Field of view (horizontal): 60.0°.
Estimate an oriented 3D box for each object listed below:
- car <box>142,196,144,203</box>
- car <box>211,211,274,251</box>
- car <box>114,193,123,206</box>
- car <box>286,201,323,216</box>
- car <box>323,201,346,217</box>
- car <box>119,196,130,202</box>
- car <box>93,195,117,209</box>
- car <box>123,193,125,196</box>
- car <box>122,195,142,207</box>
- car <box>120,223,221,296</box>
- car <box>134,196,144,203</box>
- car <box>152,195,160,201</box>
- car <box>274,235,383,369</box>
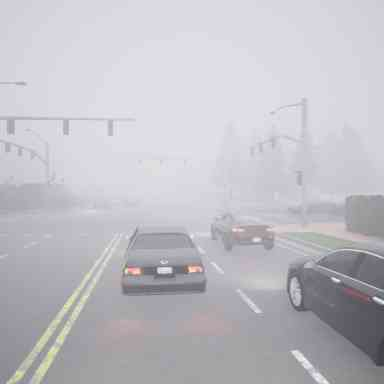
[{"bbox_3d":[-9.966,1.478,59.437,1.882,1.535,5.008,0,0,-6],"label":"car"},{"bbox_3d":[2.016,1.526,14.118,1.812,1.442,4.674,0,0,-7],"label":"car"},{"bbox_3d":[-12.917,1.352,54.031,2.097,1.767,4.553,0,0,-6],"label":"car"},{"bbox_3d":[12.086,1.547,32.464,5.357,1.411,2.033,0,0,-5],"label":"car"},{"bbox_3d":[14.478,1.477,28.949,5.008,1.535,1.882,0,0,-5],"label":"car"},{"bbox_3d":[-15.007,1.540,74.110,2.033,1.411,5.357,0,0,-6],"label":"car"},{"bbox_3d":[-12.014,1.491,44.872,2.128,1.511,4.902,0,0,-4],"label":"car"},{"bbox_3d":[-13.911,1.222,63.625,2.150,2.045,5.566,0,0,-6],"label":"car"},{"bbox_3d":[-8.994,1.526,50.262,1.812,1.442,4.674,0,0,-6],"label":"car"},{"bbox_3d":[-0.830,1.547,8.858,2.033,1.411,5.357,0,0,-7],"label":"car"},{"bbox_3d":[-10.995,1.524,69.584,1.812,1.442,4.674,0,0,-6],"label":"car"},{"bbox_3d":[-9.406,1.553,87.371,1.994,1.385,4.181,0,0,-6],"label":"car"},{"bbox_3d":[2.985,1.505,4.923,1.837,1.490,4.892,0,0,-5],"label":"car"}]
